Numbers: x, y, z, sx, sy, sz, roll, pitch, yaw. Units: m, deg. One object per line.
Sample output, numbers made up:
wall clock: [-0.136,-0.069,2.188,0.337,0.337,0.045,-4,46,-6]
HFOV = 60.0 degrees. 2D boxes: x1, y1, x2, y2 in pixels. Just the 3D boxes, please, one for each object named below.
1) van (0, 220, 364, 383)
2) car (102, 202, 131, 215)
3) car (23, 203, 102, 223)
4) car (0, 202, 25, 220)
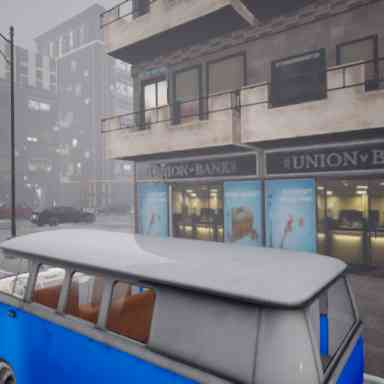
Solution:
van: [-0.505,1.341,3.222,3.998,1.788,1.690,0,-1,36]
car: [-8.653,1.789,36.451,1.947,1.339,4.313,-2,-1,36]
car: [-8.589,1.577,22.399,1.947,1.339,4.313,-2,-1,36]
car: [-15.337,1.600,27.371,1.967,1.590,4.097,-2,-1,36]
